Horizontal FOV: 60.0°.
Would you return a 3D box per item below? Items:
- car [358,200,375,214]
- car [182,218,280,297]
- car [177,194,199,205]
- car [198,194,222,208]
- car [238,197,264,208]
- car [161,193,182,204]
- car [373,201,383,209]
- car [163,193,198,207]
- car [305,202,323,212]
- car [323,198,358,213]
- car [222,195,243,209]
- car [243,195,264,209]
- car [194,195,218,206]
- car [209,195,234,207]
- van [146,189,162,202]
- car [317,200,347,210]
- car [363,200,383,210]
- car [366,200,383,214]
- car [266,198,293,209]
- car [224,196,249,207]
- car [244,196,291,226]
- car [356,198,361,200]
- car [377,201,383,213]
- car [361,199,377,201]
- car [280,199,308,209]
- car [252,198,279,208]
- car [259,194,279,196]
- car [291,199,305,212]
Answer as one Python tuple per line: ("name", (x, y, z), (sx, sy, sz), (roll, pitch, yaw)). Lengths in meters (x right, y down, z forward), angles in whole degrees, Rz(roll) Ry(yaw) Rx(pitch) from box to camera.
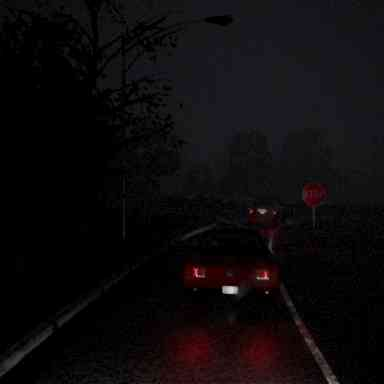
("car", (22.247, 2.238, 46.397), (2.163, 1.488, 4.792), (2, 0, -19))
("car", (1.025, 1.579, 8.534), (1.895, 1.301, 4.718), (0, 0, 8))
("car", (-0.629, 1.117, 52.369), (2.002, 1.452, 4.674), (4, -1, -19))
("car", (1.179, 1.096, 39.184), (2.163, 1.488, 4.792), (4, -1, -19))
("car", (9.910, 1.724, 55.975), (2.163, 1.488, 4.792), (3, 0, -19))
("car", (-3.257, 0.942, 51.461), (2.002, 1.452, 4.674), (4, -1, -19))
("car", (38.892, 2.616, 65.999), (2.097, 1.535, 5.008), (1, 0, -19))
("car", (-1.428, 0.922, 38.222), (2.163, 1.488, 4.792), (4, -1, -19))
("car", (14.342, 1.886, 43.668), (2.163, 1.488, 4.792), (3, 0, -19))
("car", (19.621, 1.974, 45.487), (2.185, 1.767, 4.553), (2, 0, -19))
("car", (3.816, 1.116, 40.095), (2.185, 1.767, 4.553), (4, -1, -19))
("car", (6.443, 1.410, 40.965), (2.097, 1.535, 5.008), (3, 0, -19))
("car", (2.110, 1.282, 53.343), (2.163, 1.488, 4.792), (4, -1, -19))
("car", (4.696, 1.406, 54.401), (1.946, 1.575, 5.366), (3, 0, -19))
("van", (-5.720, 0.511, 50.470), (1.878, 1.987, 4.442), (4, 0, -19))
("car", (25.770, 2.323, 61.283), (1.946, 1.575, 5.366), (2, 0, -19))
("car", (36.249, 2.448, 65.125), (2.185, 1.767, 4.553), (1, 0, -19))
("car", (24.862, 2.337, 47.361), (2.163, 1.488, 4.792), (2, 0, -19))
("car", (15.175, 1.939, 57.817), (2.097, 1.535, 5.008), (2, 0, -19))
("car", (7.335, 1.556, 55.312), (1.946, 1.575, 5.366), (3, 0, -19))
("car", (5.575, 1.405, 24.154), (2.097, 1.767, 4.553), (0, 0, 24))
("car", (28.344, 2.398, 62.372), (2.097, 1.535, 5.008), (2, 0, -19))
("car", (30.127, 2.356, 49.178), (2.185, 1.767, 4.553), (2, 0, -19))
("car", (27.500, 2.274, 48.271), (2.185, 1.767, 4.553), (2, 0, -19))
("car", (17.931, 2.054, 58.767), (2.231, 1.521, 4.892), (2, 0, -19))
("car", (12.540, 1.820, 56.908), (2.097, 1.535, 5.008), (3, 0, -19))
("car", (9.082, 1.317, 41.910), (2.435, 2.045, 5.566), (3, 0, -19))
("car", (11.712, 1.719, 42.784), (2.231, 1.521, 4.892), (3, 0, -19))
